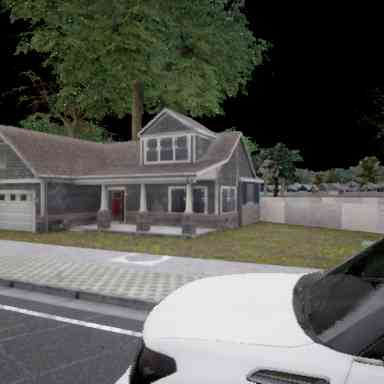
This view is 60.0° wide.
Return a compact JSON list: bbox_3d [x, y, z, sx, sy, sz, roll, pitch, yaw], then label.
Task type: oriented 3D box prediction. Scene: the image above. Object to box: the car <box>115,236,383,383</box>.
[{"bbox_3d":[2.190,1.222,2.276,5.566,2.045,2.150,0,0,21],"label":"car"}]
